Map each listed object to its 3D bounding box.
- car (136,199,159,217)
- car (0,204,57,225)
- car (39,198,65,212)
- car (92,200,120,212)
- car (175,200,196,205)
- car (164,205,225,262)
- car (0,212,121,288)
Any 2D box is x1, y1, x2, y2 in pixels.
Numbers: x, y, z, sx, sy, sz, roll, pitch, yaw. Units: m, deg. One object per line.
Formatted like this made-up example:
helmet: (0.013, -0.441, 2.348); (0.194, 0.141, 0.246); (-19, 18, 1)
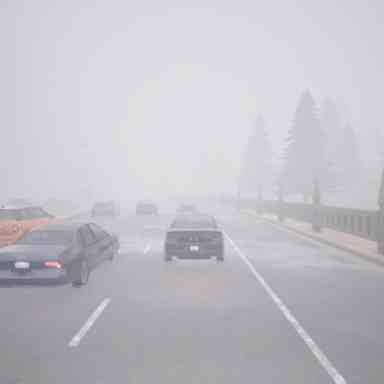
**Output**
car: (-4.115, 1.415, 30.709); (1.882, 1.535, 5.008); (0, 0, -6)
car: (-6.920, 1.325, 13.668); (2.097, 1.767, 4.553); (0, 0, 0)
car: (-16.000, 1.448, 38.243); (1.812, 1.442, 4.674); (0, 0, -11)
car: (-7.479, 1.432, 29.127); (2.128, 1.511, 4.902); (0, 0, -5)
car: (-0.561, 1.464, 30.146); (1.812, 1.442, 4.674); (0, 0, -6)
car: (0.077, 1.453, 12.076); (1.882, 1.535, 5.008); (0, 0, 0)
car: (-3.438, 1.529, 9.276); (2.033, 1.411, 5.357); (0, 0, 0)
